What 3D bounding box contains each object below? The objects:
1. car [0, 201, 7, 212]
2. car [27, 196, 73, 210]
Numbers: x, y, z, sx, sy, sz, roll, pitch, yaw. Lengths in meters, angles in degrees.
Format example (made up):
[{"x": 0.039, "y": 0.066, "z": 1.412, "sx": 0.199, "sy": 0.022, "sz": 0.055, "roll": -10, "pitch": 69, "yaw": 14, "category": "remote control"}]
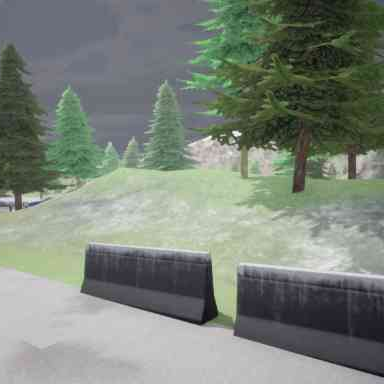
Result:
[{"x": -21.855, "y": 1.398, "z": 34.364, "sx": 2.128, "sy": 1.511, "sz": 4.902, "roll": 0, "pitch": 0, "yaw": 42, "category": "car"}, {"x": -18.452, "y": 1.374, "z": 42.769, "sx": 5.008, "sy": 1.535, "sz": 1.882, "roll": 0, "pitch": 0, "yaw": -42, "category": "car"}]
